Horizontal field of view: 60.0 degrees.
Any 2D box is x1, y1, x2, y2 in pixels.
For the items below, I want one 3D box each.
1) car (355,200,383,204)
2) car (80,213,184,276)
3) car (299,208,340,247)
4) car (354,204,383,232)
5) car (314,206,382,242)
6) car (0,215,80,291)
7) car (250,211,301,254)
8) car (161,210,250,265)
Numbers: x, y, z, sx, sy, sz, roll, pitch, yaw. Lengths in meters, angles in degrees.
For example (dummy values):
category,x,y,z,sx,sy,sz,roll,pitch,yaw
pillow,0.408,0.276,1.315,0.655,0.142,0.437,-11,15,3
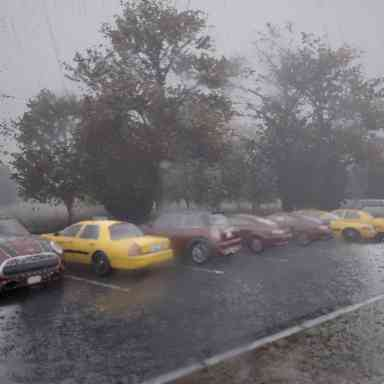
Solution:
category,x,y,z,sx,sy,sz,roll,pitch,yaw
car,11.230,1.575,21.149,4.553,1.767,2.185,-1,-1,32
car,-3.094,1.536,10.510,5.366,1.575,1.946,-1,-1,34
car,4.181,1.660,15.722,4.674,1.452,2.002,-1,-1,33
car,8.715,1.673,19.437,5.366,1.575,1.946,-1,-1,32
car,6.689,1.642,17.431,5.366,1.575,1.946,-1,-1,33
car,-5.355,1.385,8.689,4.553,1.767,2.185,-1,-1,34
car,1.820,1.632,13.935,4.674,1.452,2.002,-1,-1,33
car,-0.530,1.439,12.150,4.553,1.767,2.185,-1,-1,34
